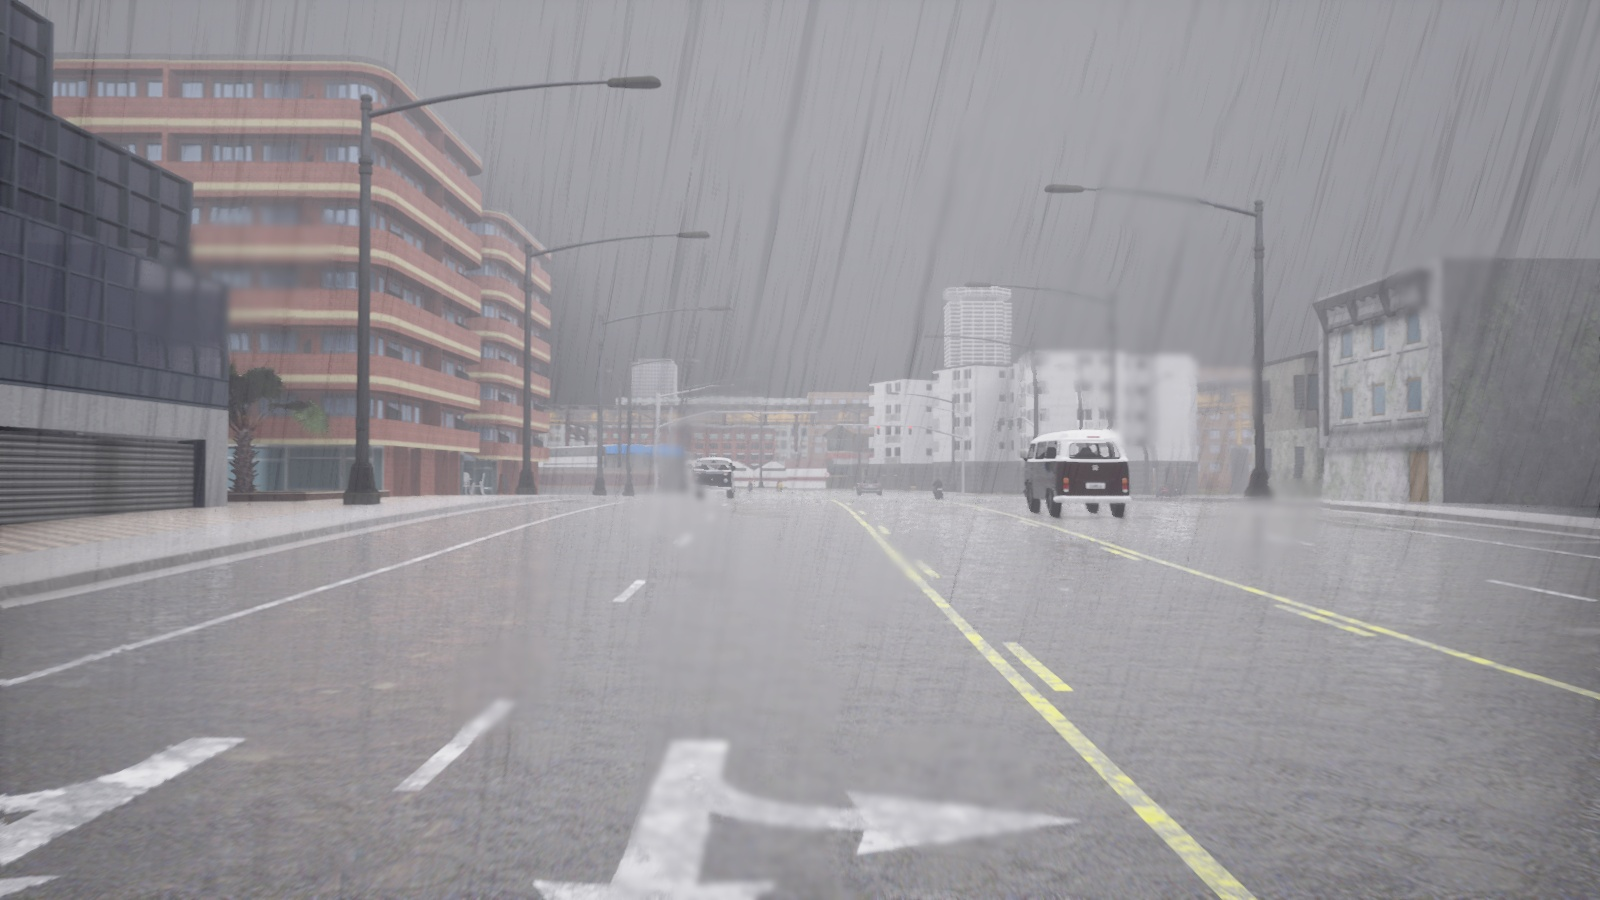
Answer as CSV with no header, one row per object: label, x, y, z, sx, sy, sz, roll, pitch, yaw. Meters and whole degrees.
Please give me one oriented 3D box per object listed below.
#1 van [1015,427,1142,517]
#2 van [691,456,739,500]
van,6.705,0.511,30.772,2.069,2.038,4.480,0,0,-1
van,-4.062,1.392,60.725,2.069,2.038,4.480,0,-2,-1
